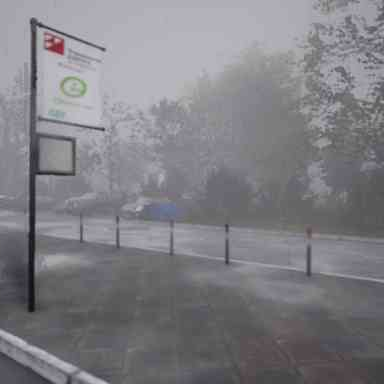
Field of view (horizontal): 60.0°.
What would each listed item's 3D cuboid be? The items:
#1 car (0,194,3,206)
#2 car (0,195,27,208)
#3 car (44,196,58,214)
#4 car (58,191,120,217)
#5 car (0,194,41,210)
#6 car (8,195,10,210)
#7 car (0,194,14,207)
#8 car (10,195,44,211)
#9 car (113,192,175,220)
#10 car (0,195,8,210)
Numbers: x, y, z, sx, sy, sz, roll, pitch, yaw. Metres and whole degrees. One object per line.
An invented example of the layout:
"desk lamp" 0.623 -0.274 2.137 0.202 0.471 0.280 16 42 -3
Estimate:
"car" -26.549 0.981 41.197 2.097 1.535 5.008 1 0 35
"car" -21.783 1.068 37.944 2.163 1.488 4.792 1 0 35
"car" -10.179 1.177 29.901 2.231 1.521 4.892 1 0 35
"car" -7.976 0.949 28.336 2.435 2.045 5.566 1 0 35
"car" -19.479 1.067 36.310 2.097 1.535 5.008 1 0 35
"car" -17.156 1.095 34.704 2.097 1.535 5.008 1 0 35
"car" -24.221 1.009 39.599 2.097 1.535 5.008 1 0 35
"car" -14.833 1.124 33.100 2.231 1.521 4.892 1 0 35
"car" -3.242 1.116 25.022 2.185 1.767 4.553 1 1 35
"car" -12.627 0.978 16.266 2.435 2.045 5.566 1 0 35
